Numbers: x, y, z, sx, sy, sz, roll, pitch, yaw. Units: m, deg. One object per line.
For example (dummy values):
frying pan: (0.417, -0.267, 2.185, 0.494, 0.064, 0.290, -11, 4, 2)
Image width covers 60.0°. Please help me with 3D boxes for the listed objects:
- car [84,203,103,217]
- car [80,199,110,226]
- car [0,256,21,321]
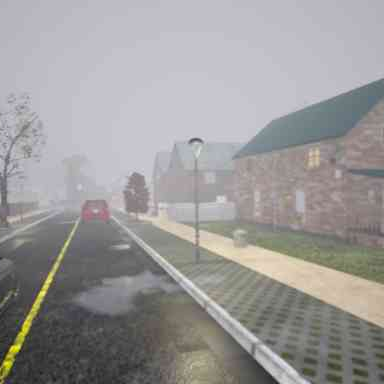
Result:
car: (-11.930, 2.129, 40.351, 2.033, 1.411, 5.357, -1, -1, -17)
car: (-8.010, 1.599, 27.615, 2.150, 2.045, 5.566, -1, -1, -17)
car: (-4.204, 1.675, 5.413, 1.994, 1.385, 4.181, -1, -1, -17)
